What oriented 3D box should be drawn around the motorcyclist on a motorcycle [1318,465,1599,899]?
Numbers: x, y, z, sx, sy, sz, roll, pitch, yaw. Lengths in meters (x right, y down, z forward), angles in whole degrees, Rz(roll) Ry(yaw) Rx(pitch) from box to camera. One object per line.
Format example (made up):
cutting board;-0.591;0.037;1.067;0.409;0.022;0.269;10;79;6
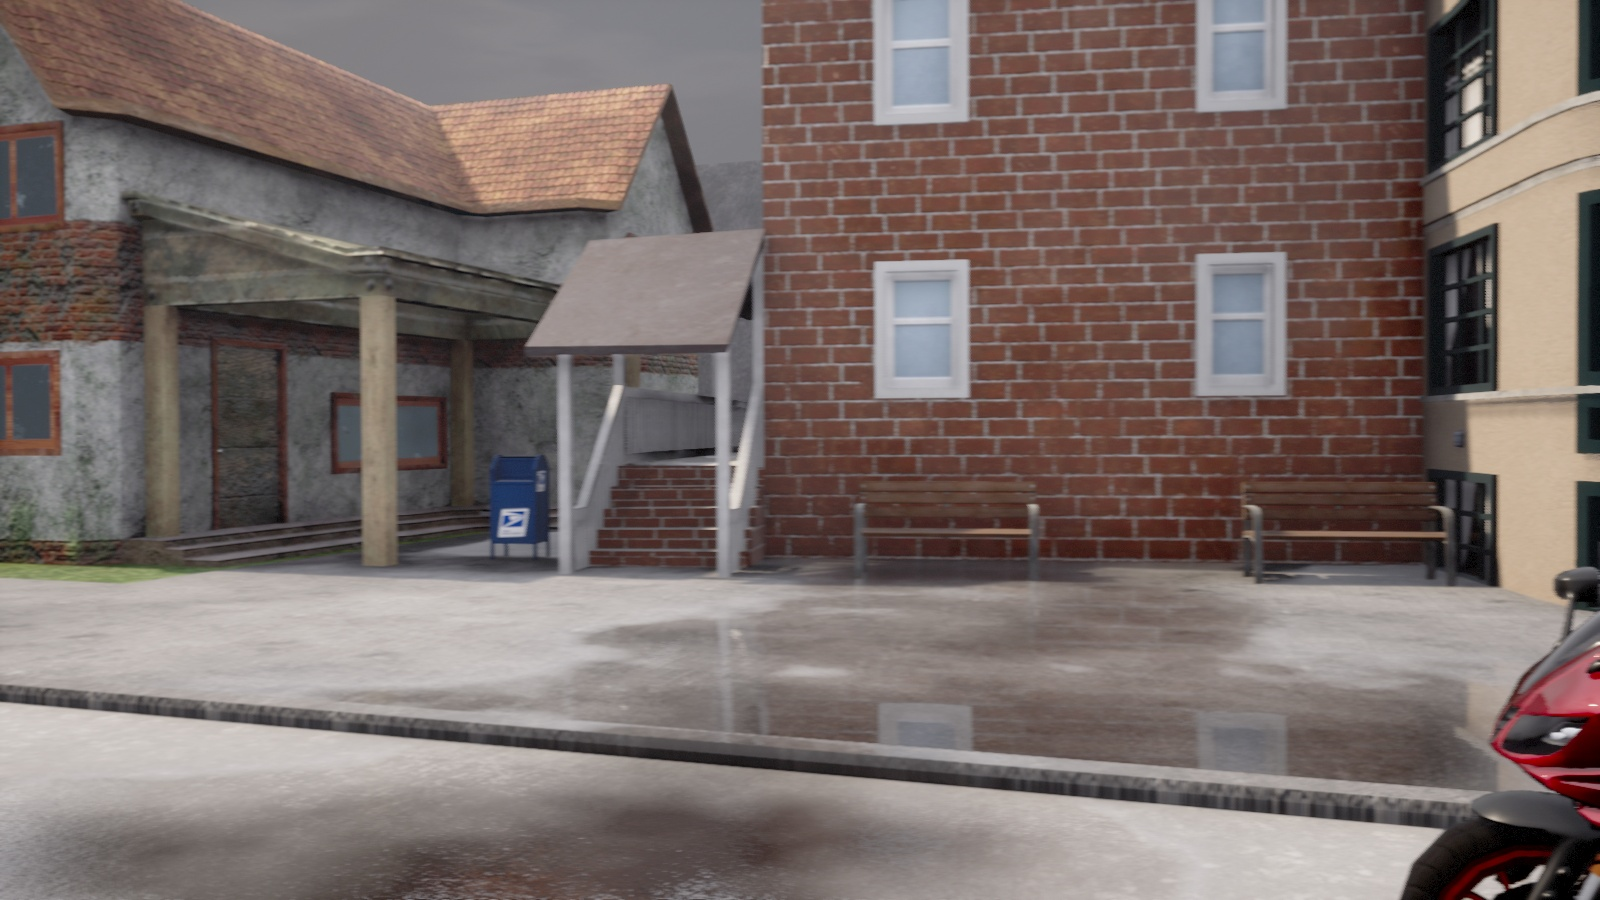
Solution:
motorcyclist on a motorcycle;2.419;0.824;2.908;2.191;1.530;0.866;1;1;19
